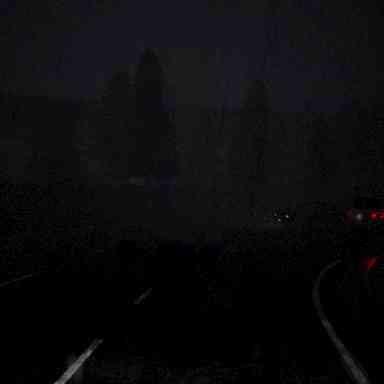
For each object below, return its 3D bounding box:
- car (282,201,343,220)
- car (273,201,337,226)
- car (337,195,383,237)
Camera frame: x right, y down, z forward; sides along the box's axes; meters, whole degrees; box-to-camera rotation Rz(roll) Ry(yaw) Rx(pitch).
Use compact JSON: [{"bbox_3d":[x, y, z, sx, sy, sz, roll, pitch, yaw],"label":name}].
[{"bbox_3d":[9.509,1.428,26.383,4.181,1.385,1.994,0,0,-16],"label":"car"},{"bbox_3d":[8.160,1.433,22.288,5.357,1.411,2.033,0,0,-18],"label":"car"},{"bbox_3d":[10.009,1.165,15.574,5.566,2.045,2.150,0,0,-17],"label":"car"}]
